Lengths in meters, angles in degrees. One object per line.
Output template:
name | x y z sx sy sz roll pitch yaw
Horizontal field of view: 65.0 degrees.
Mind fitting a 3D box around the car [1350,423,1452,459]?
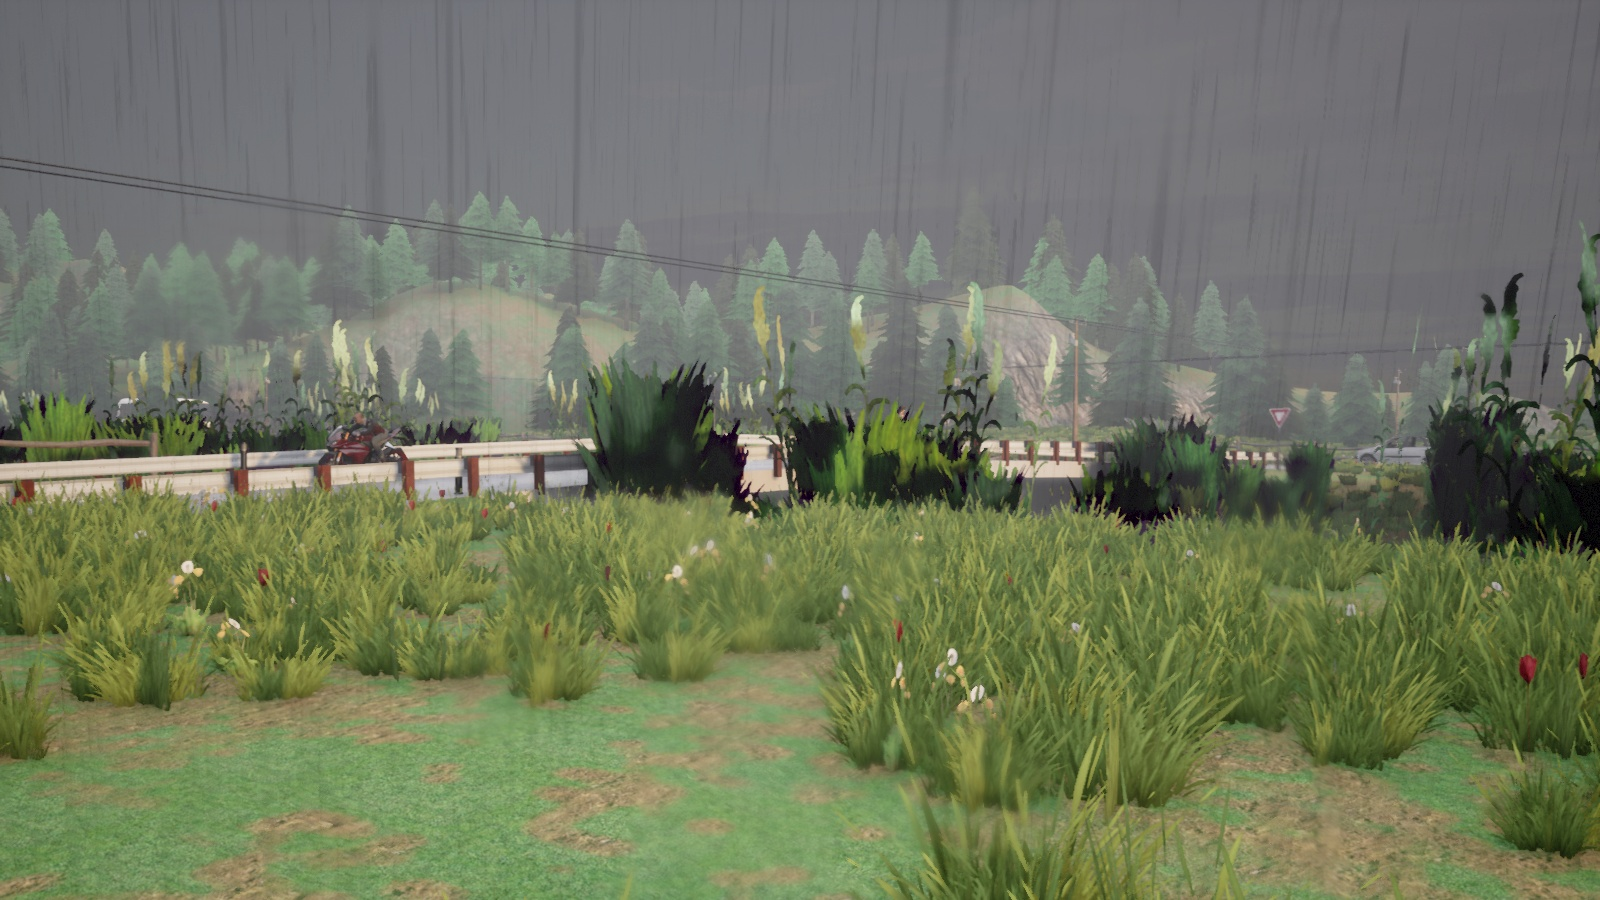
car | 28.398 -0.436 59.368 3.988 1.617 1.851 0 1 40

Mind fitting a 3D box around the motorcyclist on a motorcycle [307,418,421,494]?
motorcyclist on a motorcycle | -9.675 0.107 27.958 0.866 1.530 2.191 0 4 39
